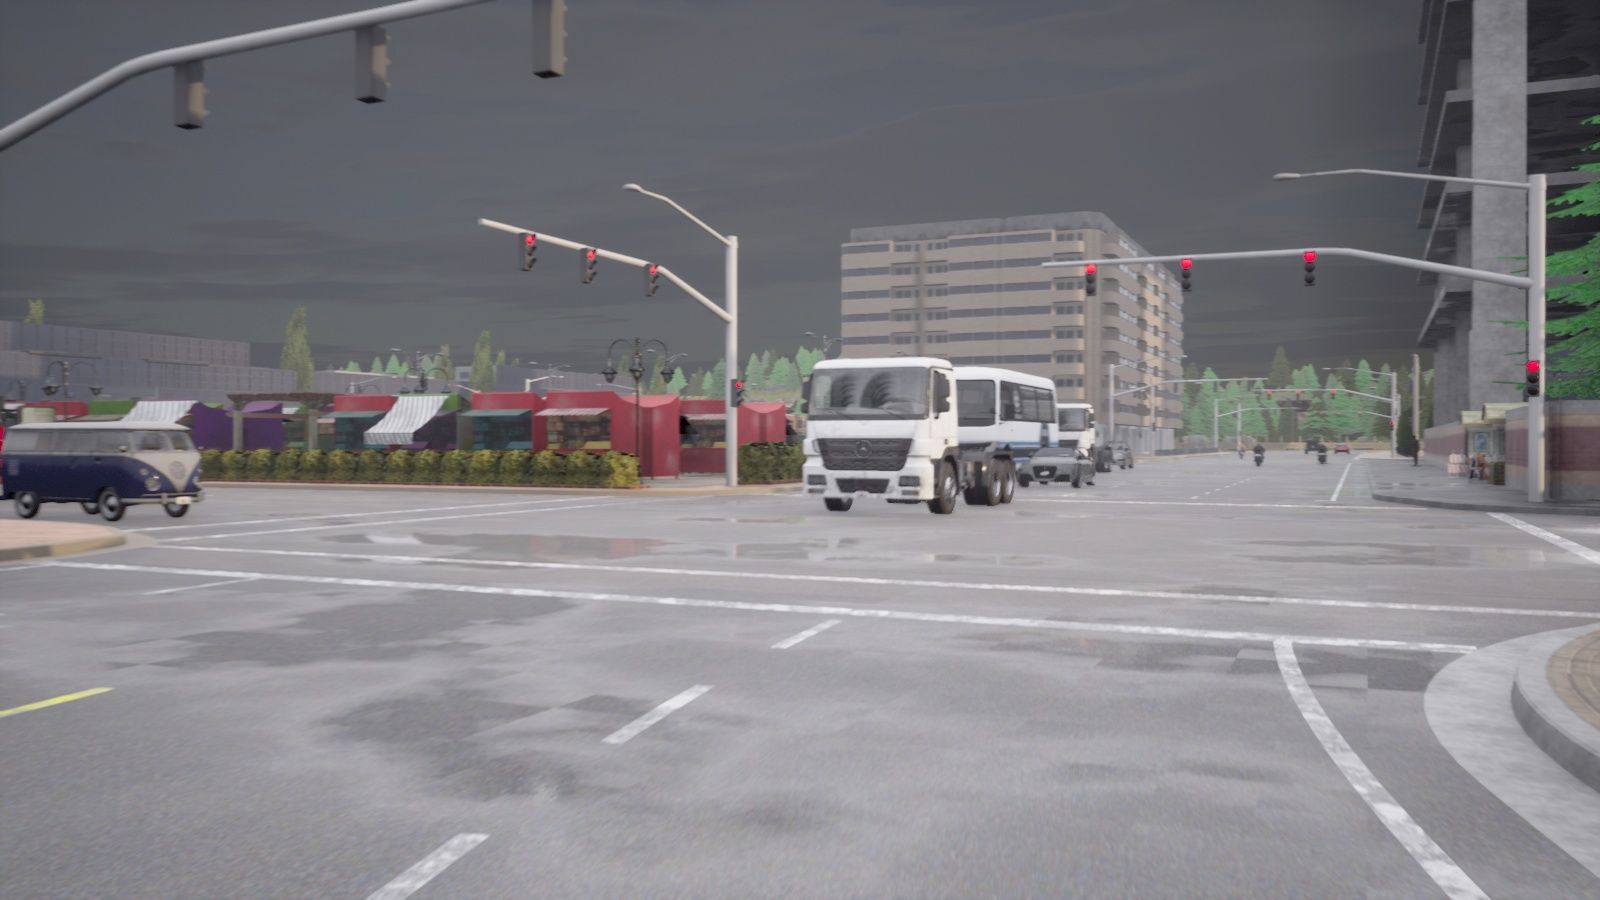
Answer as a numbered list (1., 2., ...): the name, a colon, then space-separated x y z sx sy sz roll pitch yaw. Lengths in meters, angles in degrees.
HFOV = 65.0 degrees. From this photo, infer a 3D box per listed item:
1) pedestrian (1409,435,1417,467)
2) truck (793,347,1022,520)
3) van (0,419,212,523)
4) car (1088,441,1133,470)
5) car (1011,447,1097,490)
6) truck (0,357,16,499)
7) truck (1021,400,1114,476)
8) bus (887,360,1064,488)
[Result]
1. pedestrian: 36.670 0.053 75.149 0.395 1.930 0.692 0 0 24
2. truck: 2.795 -0.352 29.391 2.891 3.462 7.936 0 0 24
3. van: -14.361 0.380 25.663 4.442 1.987 1.775 0 0 24
4. car: 17.824 0.271 72.002 1.851 1.617 3.988 0 0 24
5. car: 8.680 0.585 42.698 1.994 1.385 4.181 0 0 24
6. truck: -25.854 -0.608 34.688 8.468 3.827 2.891 0 0 24
7. truck: 13.258 -0.557 61.677 2.891 3.462 7.936 0 0 24
8. bus: 6.877 -0.884 47.259 3.944 4.253 10.273 0 0 24
